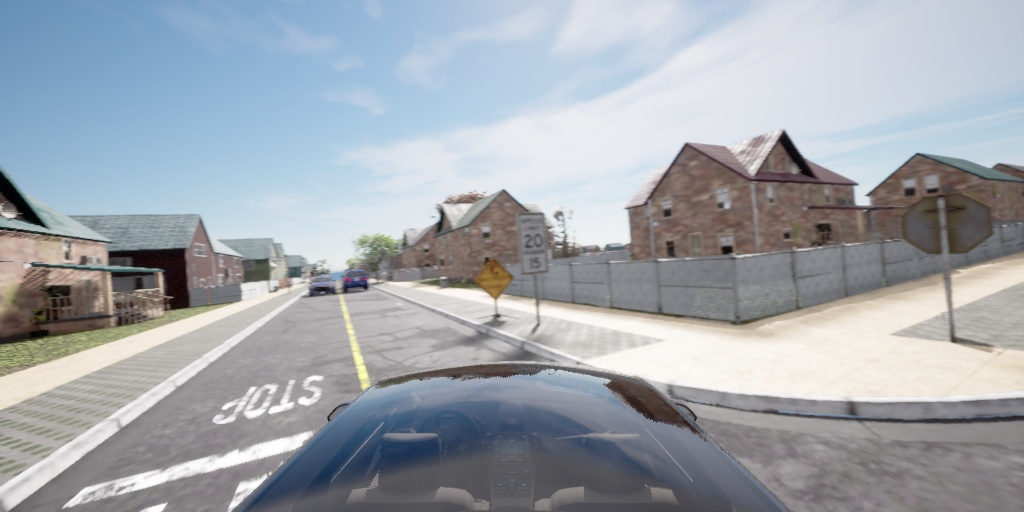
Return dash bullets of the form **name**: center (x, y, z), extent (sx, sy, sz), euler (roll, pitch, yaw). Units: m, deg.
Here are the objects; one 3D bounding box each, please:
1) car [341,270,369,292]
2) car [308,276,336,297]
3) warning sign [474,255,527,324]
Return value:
- **car**: center (-15.602, 2.432, 35.712), extent (2.150, 2.045, 5.566), euler (-4, 0, -26)
- **car**: center (-17.389, 2.673, 32.935), extent (2.097, 1.767, 4.553), euler (-4, 0, -26)
- **warning sign**: center (-0.446, 0.963, 10.747), extent (1.300, 1.860, 1.060), euler (0, 0, -26)
